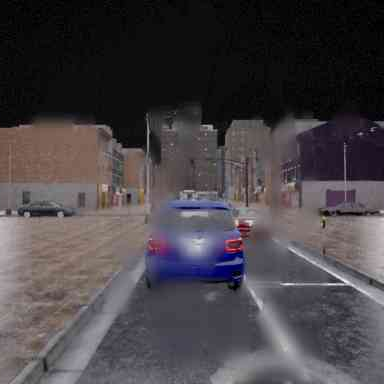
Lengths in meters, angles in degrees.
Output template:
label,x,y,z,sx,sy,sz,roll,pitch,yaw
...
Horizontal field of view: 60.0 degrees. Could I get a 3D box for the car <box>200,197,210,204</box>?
label,x,y,z,sx,sy,sz,roll,pitch,yaw
car,2.749,1.858,70.910,1.752,1.417,4.829,1,-1,0

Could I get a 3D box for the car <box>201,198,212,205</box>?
label,x,y,z,sx,sy,sz,roll,pitch,yaw
car,2.741,1.846,65.303,1.947,1.339,4.313,1,-1,0

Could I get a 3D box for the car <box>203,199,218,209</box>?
label,x,y,z,sx,sy,sz,roll,pitch,yaw
car,2.719,1.717,48.991,1.947,1.339,4.313,1,0,0

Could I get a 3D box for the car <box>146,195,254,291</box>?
label,x,y,z,sx,sy,sz,roll,pitch,yaw
car,0.052,1.230,9.199,2.150,2.045,5.566,0,0,-1

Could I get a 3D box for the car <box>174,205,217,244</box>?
label,x,y,z,sx,sy,sz,roll,pitch,yaw
car,0.118,1.500,16.994,1.882,1.535,5.008,0,0,-1

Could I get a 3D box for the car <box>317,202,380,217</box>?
label,x,y,z,sx,sy,sz,roll,pitch,yaw
car,14.755,1.621,31.586,5.357,1.411,2.033,0,-2,3

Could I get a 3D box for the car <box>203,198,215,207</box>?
label,x,y,z,sx,sy,sz,roll,pitch,yaw
car,2.728,1.716,54.598,1.752,1.417,4.829,1,0,0

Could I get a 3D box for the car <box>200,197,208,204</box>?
label,x,y,z,sx,sy,sz,roll,pitch,yaw
car,2.756,1.911,76.348,1.752,1.417,4.829,1,-1,0

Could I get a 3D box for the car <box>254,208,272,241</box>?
label,x,y,z,sx,sy,sz,roll,pitch,yaw
car,2.682,1.462,16.807,1.967,1.590,4.097,2,0,0

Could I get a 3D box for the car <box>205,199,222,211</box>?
label,x,y,z,sx,sy,sz,roll,pitch,yaw
car,2.713,1.684,43.554,1.947,1.339,4.313,1,0,0

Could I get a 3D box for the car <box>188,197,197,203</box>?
label,x,y,z,sx,sy,sz,roll,pitch,yaw
car,0.112,1.994,84.225,2.128,1.511,4.902,0,-1,0

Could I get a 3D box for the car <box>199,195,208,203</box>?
label,x,y,z,sx,sy,sz,roll,pitch,yaw
car,2.767,1.755,81.619,2.192,1.841,5.009,1,-1,0

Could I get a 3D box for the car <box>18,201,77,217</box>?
label,x,y,z,sx,sy,sz,roll,pitch,yaw
car,-12.484,1.534,28.886,4.892,1.490,1.837,0,-2,2

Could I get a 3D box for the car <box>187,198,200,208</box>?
label,x,y,z,sx,sy,sz,roll,pitch,yaw
car,0.184,1.688,50.637,1.812,1.442,4.674,0,0,0
